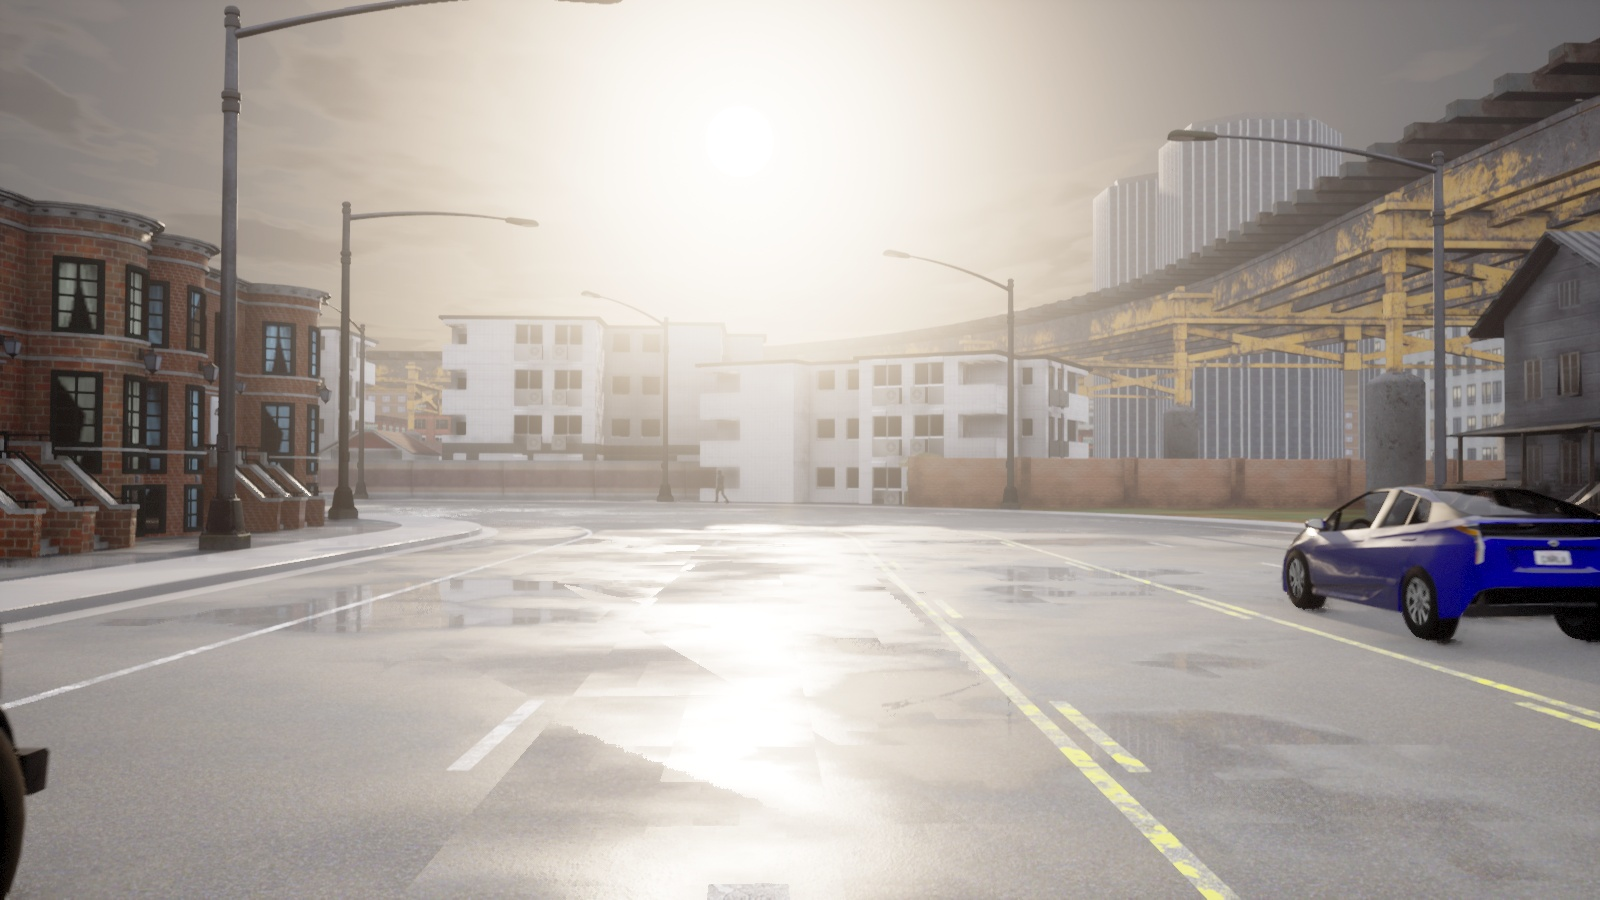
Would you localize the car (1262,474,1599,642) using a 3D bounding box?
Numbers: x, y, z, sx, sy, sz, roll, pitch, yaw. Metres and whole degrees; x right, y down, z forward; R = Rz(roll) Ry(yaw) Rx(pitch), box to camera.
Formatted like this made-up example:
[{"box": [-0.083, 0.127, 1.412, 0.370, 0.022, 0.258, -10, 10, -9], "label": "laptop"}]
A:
[{"box": [6.900, 1.033, 13.722, 2.007, 1.525, 4.514, 0, -1, 0], "label": "car"}]

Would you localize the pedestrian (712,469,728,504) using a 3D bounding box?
[{"box": [-4.223, 1.900, 66.158, 0.726, 1.835, 0.370, -1, -1, 31], "label": "pedestrian"}]

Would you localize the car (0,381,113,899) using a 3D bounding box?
[{"box": [-3.529, 0.692, 2.780, 1.905, 1.878, 3.866, 0, -1, 0], "label": "car"}]
